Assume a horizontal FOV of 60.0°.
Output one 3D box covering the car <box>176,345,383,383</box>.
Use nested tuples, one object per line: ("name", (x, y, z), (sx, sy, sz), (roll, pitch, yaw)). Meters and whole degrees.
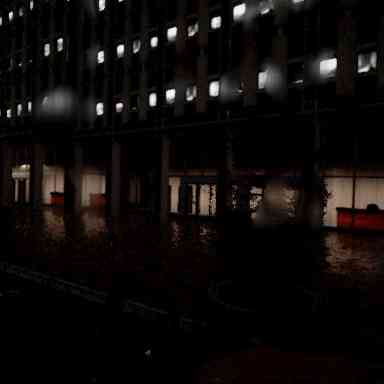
("car", (1.856, 1.542, 1.530), (4.829, 1.417, 1.752), (2, 1, 36))
